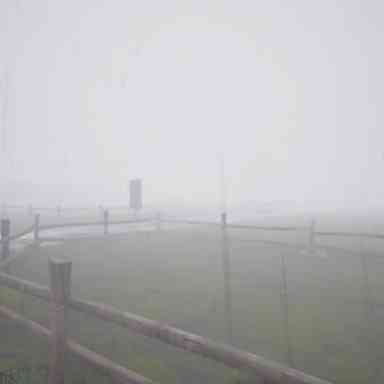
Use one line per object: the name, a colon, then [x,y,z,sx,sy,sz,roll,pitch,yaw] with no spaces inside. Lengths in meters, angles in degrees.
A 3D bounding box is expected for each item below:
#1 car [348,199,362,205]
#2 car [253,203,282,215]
car: [41.501,2.675,85.668,2.128,1.511,4.902,-1,-1,35]
car: [8.871,1.983,38.794,1.895,1.301,4.718,-1,-1,35]
